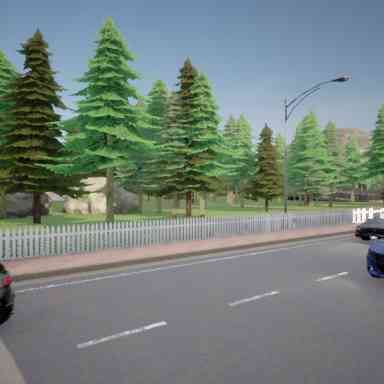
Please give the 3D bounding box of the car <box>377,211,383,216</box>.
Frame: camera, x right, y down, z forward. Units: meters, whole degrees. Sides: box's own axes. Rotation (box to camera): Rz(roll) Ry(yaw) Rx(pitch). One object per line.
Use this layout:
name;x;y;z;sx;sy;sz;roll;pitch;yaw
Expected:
car;9.796;1.548;15.609;5.357;1.411;2.033;0;0;-36

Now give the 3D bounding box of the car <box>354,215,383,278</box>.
car;6.658;1.479;8.976;5.008;1.535;1.882;0;0;-36

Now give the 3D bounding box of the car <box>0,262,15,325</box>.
car;-4.929;1.564;4.823;4.181;1.385;1.994;0;0;-35
